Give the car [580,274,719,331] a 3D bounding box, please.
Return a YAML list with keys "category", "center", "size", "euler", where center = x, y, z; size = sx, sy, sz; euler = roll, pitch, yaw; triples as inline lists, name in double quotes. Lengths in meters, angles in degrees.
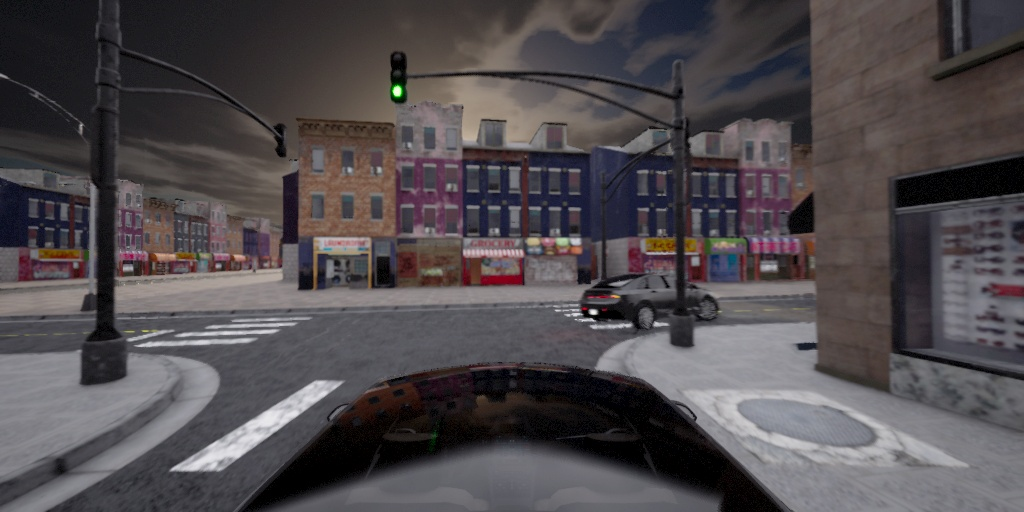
- category: "car"
  center: [4.359, 1.308, 11.187]
  size: [4.892, 1.490, 1.837]
  euler: [0, -5, -30]
